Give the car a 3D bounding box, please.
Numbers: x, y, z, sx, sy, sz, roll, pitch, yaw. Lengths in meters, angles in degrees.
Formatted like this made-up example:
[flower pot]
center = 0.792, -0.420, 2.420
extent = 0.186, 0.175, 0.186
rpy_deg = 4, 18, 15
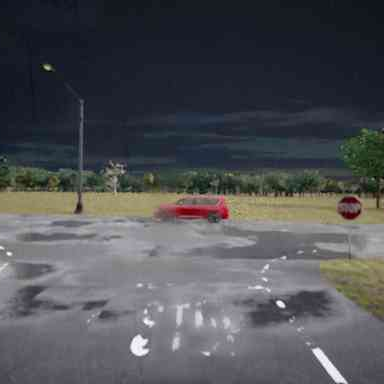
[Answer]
[car]
center = 0.034, 1.290, 24.591
extent = 5.566, 2.045, 2.150
rpy_deg = 2, 0, 0
